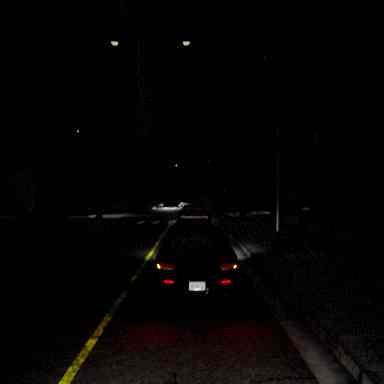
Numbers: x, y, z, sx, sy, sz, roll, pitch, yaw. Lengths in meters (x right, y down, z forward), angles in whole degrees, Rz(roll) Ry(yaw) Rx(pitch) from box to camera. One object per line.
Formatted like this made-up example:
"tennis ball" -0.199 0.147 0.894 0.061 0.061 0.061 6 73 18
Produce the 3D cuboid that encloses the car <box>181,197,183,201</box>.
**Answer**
"car" -3.067 1.474 59.398 1.837 1.490 4.892 0 0 0

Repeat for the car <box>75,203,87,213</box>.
"car" -14.388 1.683 37.432 4.829 1.417 1.752 -1 0 0

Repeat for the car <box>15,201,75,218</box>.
"car" -14.068 1.707 31.509 4.718 1.301 1.895 -1 0 -1

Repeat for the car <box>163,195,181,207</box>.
"car" -3.088 1.541 49.445 1.994 1.385 4.181 0 0 0

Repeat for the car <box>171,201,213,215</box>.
"car" 0.160 1.490 19.405 2.128 1.511 4.902 0 0 2

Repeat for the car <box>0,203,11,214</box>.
"car" -19.842 1.757 37.403 4.507 1.381 1.887 -1 0 0

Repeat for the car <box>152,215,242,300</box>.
"car" 0.099 1.525 8.274 1.812 1.442 4.674 0 0 0

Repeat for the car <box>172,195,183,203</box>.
"car" -2.989 1.451 69.487 2.128 1.511 4.902 0 0 0
